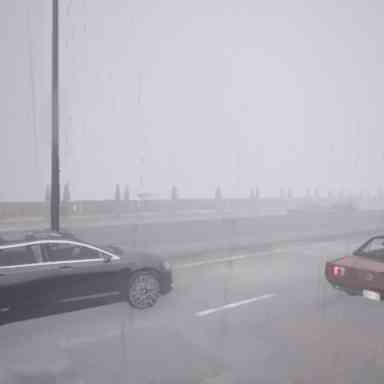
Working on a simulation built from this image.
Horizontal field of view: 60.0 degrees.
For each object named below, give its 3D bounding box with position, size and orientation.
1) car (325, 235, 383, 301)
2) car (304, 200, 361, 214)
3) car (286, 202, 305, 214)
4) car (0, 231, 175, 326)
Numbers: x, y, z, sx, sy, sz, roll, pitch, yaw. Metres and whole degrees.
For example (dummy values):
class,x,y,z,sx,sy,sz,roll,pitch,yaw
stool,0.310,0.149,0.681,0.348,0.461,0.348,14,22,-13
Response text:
class,x,y,z,sx,sy,sz,roll,pitch,yaw
car,5.101,1.601,7.382,4.718,1.301,1.895,0,0,-35
car,10.549,1.565,24.389,4.181,1.385,1.994,0,0,-35
car,9.905,1.565,28.222,4.181,1.385,1.994,0,0,-35
car,-2.618,1.492,6.177,4.902,1.511,2.128,0,0,-35
